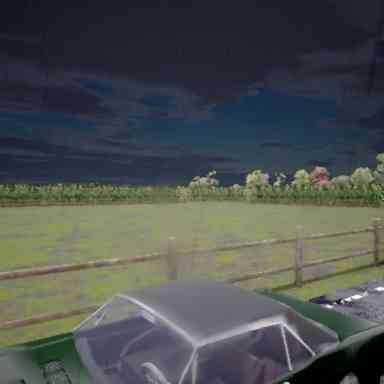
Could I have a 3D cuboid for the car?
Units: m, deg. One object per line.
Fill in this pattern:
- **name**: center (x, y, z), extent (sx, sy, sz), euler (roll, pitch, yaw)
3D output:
- **car**: center (-0.259, 1.604, 2.887), extent (4.718, 1.301, 1.895), euler (0, 0, -36)
